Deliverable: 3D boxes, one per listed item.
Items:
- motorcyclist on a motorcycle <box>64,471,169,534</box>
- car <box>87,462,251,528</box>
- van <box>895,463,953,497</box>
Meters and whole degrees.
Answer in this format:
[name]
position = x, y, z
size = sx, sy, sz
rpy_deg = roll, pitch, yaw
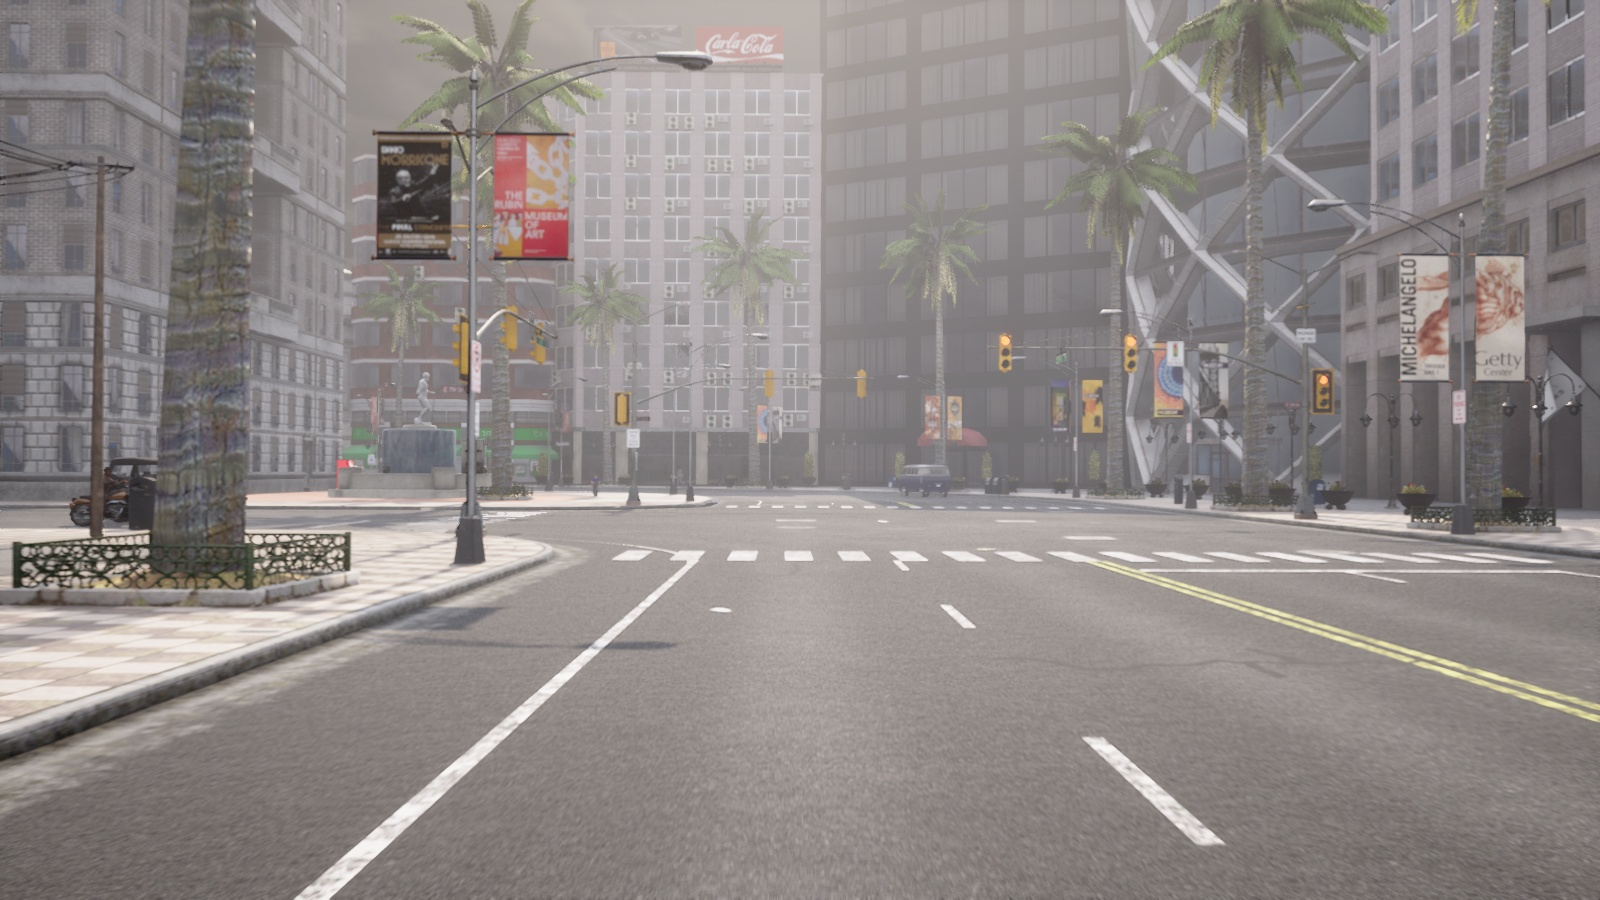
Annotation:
[motorcyclist on a motorcycle]
position = -18.239, 1.399, 33.535
size = 2.350, 1.649, 0.766
rpy_deg = 0, -1, 0
[car]
position = -18.535, 1.305, 37.035
size = 3.866, 1.878, 1.905
rpy_deg = 0, -1, 0
[van]
position = 7.554, 1.826, 76.973
size = 1.775, 1.987, 4.442
rpy_deg = 0, -1, -19
